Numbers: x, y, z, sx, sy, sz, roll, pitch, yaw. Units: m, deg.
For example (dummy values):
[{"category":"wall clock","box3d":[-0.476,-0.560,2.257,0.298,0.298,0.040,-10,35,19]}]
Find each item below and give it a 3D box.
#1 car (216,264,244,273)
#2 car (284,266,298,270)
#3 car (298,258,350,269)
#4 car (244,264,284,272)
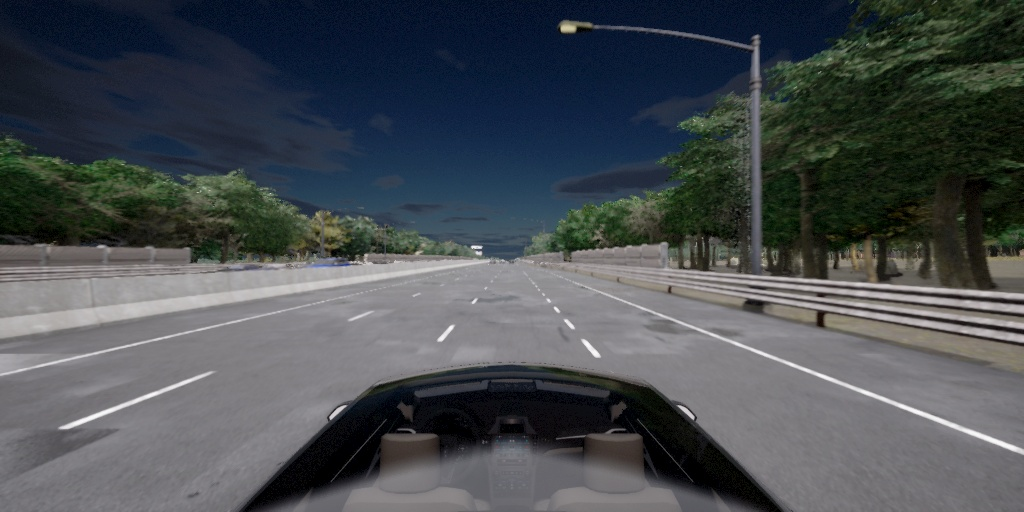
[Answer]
[{"category":"car","box3d":[-28.076,1.562,37.455,2.033,1.411,5.357,0,0,0]},{"category":"car","box3d":[-21.090,1.520,37.461,1.837,1.490,4.892,0,0,0]},{"category":"car","box3d":[-17.594,1.218,34.476,2.150,2.045,5.566,0,0,0]},{"category":"car","box3d":[-24.584,1.612,36.811,1.895,1.301,4.718,0,0,0]}]
